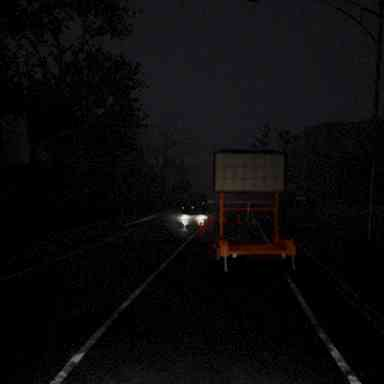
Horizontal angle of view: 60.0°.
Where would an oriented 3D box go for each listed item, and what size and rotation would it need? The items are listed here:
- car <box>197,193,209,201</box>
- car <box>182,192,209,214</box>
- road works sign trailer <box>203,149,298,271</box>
[{"bbox_3d":[2.439,1.097,73.186,2.128,1.511,4.902,-1,0,-5],"label":"car"},{"bbox_3d":[0.449,1.020,32.858,2.150,2.045,5.566,1,0,8],"label":"car"},{"bbox_3d":[1.815,0.434,10.842,2.380,3.560,2.880,1,0,-7],"label":"road works sign trailer"}]
